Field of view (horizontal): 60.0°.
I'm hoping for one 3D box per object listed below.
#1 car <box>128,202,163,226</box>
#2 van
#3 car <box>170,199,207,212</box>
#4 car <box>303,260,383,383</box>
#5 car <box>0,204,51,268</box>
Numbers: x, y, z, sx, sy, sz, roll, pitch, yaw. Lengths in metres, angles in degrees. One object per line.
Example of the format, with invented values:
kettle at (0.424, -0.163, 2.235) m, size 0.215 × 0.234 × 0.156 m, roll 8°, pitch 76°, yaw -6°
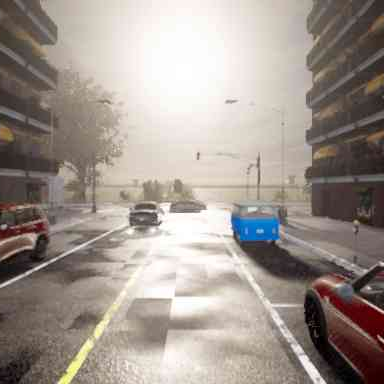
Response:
car at (-3.061, 1.439, 22.663) m, size 1.837 × 1.490 × 4.892 m, roll 0°, pitch 0°, yaw 0°
van at (2.673, 1.298, 14.915) m, size 1.690 × 1.788 × 3.998 m, roll -1°, pitch 0°, yaw 0°
car at (-0.410, 1.525, 37.538) m, size 4.181 × 1.385 × 1.994 m, roll 0°, pitch 1°, yaw 0°
car at (2.676, 1.430, 3.587) m, size 1.967 × 1.590 × 4.097 m, roll -1°, pitch 0°, yaw 0°
car at (-5.706, 1.289, 9.200) m, size 2.192 × 1.841 × 5.009 m, roll -1°, pitch 0°, yaw 0°
